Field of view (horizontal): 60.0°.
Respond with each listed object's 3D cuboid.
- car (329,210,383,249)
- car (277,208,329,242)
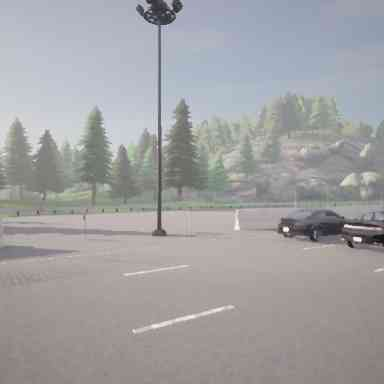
[{"bbox_3d":[8.034,1.492,13.235,4.902,1.511,2.128,0,0,-31],"label":"car"},{"bbox_3d":[6.222,1.530,16.230,4.674,1.442,1.812,0,0,-31],"label":"car"}]
